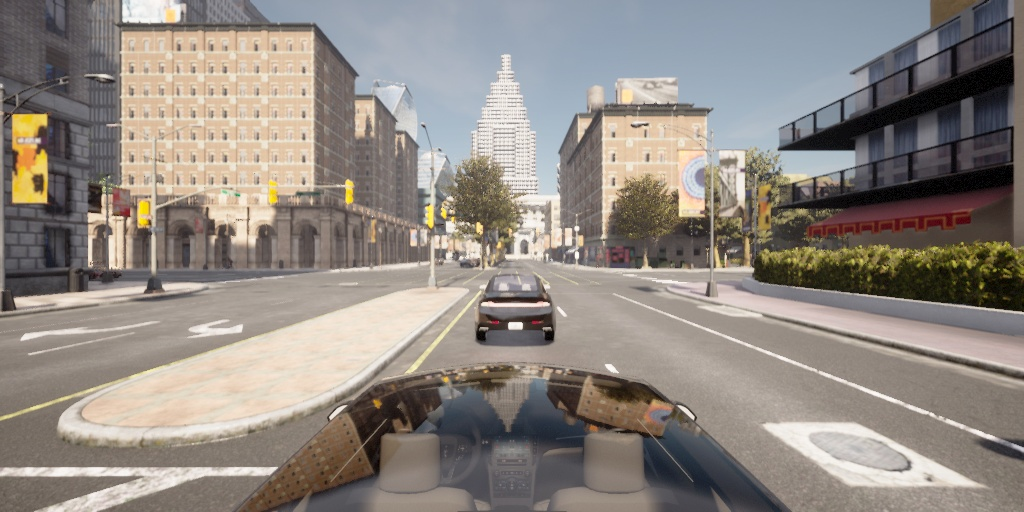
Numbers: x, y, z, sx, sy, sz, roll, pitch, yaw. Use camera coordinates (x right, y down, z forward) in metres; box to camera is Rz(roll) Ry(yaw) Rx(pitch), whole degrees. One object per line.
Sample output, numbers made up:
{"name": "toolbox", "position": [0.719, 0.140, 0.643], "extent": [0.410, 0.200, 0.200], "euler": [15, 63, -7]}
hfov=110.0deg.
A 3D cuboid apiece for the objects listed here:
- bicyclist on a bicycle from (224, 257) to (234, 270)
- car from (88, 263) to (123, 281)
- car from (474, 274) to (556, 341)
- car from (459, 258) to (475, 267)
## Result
{"name": "bicyclist on a bicycle", "position": [-37.237, 0.985, 47.245], "extent": [0.582, 1.620, 1.656], "euler": [0, 0, 0]}
{"name": "car", "position": [-34.678, 1.274, 29.290], "extent": [4.181, 1.385, 1.994], "euler": [0, 0, 0]}
{"name": "car", "position": [0.083, 1.230, 9.835], "extent": [2.128, 1.511, 4.902], "euler": [0, 0, 0]}
{"name": "car", "position": [-7.969, 1.187, 62.308], "extent": [1.812, 1.442, 4.674], "euler": [0, 0, 1]}
